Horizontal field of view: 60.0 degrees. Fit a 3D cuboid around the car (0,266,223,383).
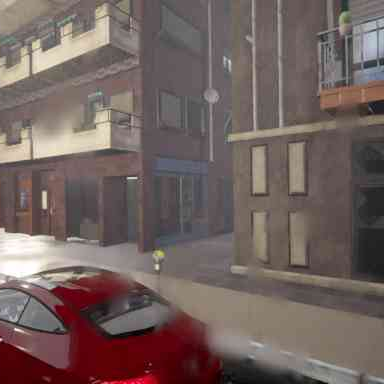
[{"bbox_3d":[-1.633,1.583,4.011,4.206,1.307,1.802,0,-1,35],"label":"car"}]
